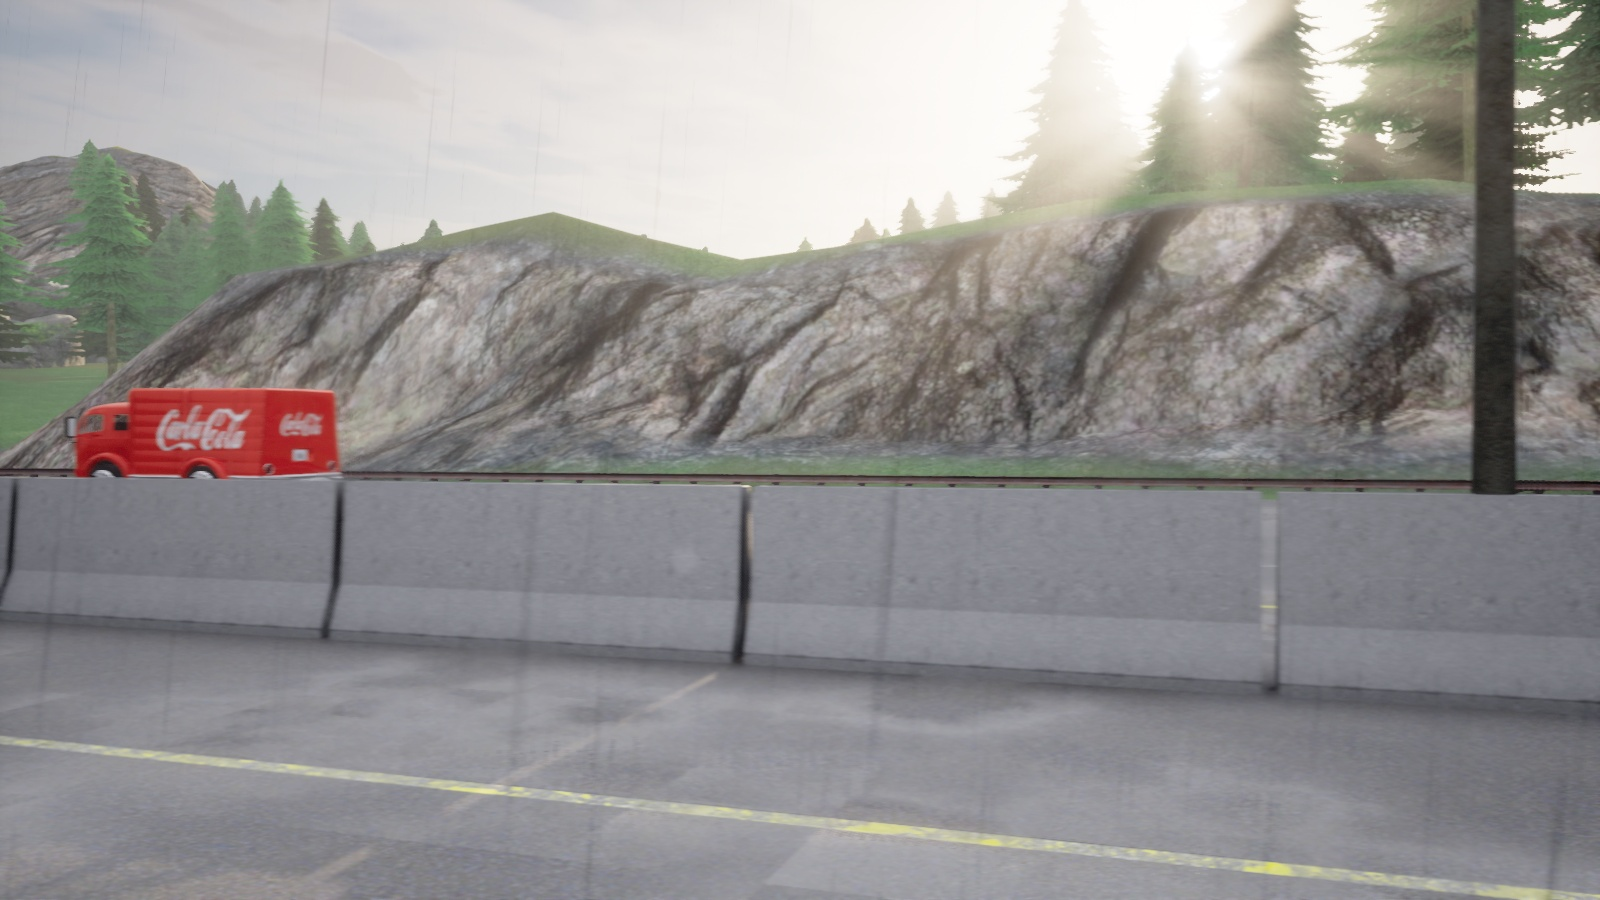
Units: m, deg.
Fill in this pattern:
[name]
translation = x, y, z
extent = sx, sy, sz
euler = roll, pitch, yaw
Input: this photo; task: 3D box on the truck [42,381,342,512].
[truck]
translation = -12.470, -0.118, 25.844
extent = 5.204, 2.467, 2.627
euler = 1, 1, 19
